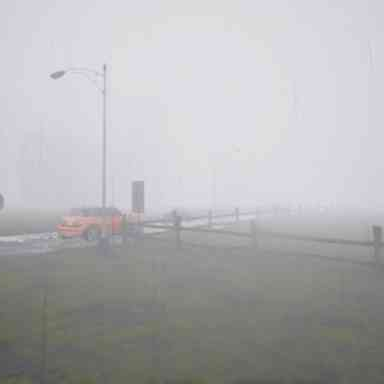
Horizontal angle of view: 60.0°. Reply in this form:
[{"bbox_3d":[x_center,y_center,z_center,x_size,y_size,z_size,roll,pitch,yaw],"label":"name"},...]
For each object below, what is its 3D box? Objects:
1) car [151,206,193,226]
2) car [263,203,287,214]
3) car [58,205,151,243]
[{"bbox_3d":[-1.743,1.887,26.779,1.812,1.442,4.674,-1,-1,35],"label":"car"},{"bbox_3d":[11.201,2.204,44.881,2.128,1.511,4.902,-1,-1,36],"label":"car"},{"bbox_3d":[-4.632,1.540,17.607,2.097,1.767,4.553,0,-1,33],"label":"car"}]
